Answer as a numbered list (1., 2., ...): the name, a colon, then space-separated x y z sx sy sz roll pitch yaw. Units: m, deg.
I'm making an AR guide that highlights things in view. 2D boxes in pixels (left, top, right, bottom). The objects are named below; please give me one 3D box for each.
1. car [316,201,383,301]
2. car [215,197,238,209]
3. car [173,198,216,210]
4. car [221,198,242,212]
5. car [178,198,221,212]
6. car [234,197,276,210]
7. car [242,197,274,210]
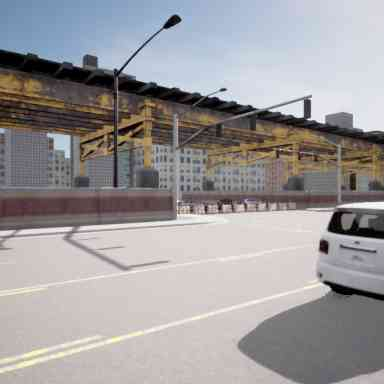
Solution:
1. car: 5.099 1.224 7.391 5.566 2.045 2.150 0 0 -35
2. car: 4.147 1.298 39.274 1.853 1.218 4.536 0 0 18
3. car: 0.328 1.297 36.556 4.536 1.218 1.853 0 0 8
4. car: 4.131 1.455 39.224 2.038 1.542 4.974 0 0 18
5. car: 0.380 1.455 36.548 4.974 1.542 2.038 0 0 8
6. car: 8.051 1.456 42.975 4.974 1.542 2.038 0 0 -7
7. car: 7.999 1.298 42.968 4.536 1.218 1.853 0 0 -7
